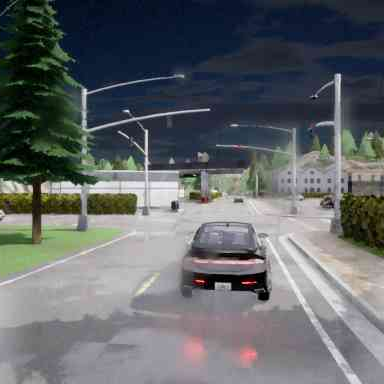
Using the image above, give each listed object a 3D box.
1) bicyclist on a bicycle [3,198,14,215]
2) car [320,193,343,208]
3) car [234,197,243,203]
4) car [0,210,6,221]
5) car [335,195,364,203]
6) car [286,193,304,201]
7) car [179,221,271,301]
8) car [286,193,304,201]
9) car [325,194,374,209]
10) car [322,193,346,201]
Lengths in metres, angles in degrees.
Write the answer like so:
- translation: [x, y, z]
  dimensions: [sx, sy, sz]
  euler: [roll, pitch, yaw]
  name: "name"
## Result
- translation: [-17.942, 1.453, 32.551]
  dimensions: [0.582, 1.620, 1.656]
  euler: [0, 0, 7]
  name: "bicyclist on a bicycle"
- translation: [18.696, 1.330, 41.736]
  dimensions: [5.027, 1.636, 2.152]
  euler: [0, 0, 8]
  name: "car"
- translation: [9.478, 1.601, 67.403]
  dimensions: [1.895, 1.301, 4.718]
  euler: [0, 0, 8]
  name: "car"
- translation: [-16.566, 1.526, 25.214]
  dimensions: [4.674, 1.442, 1.812]
  euler: [0, 0, 8]
  name: "car"
- translation: [29.373, 1.298, 62.291]
  dimensions: [4.514, 1.523, 2.007]
  euler: [0, 0, 8]
  name: "car"
- translation: [23.406, 1.361, 75.668]
  dimensions: [3.806, 1.475, 1.970]
  euler: [0, 0, 8]
  name: "car"
- translation: [0.890, 1.492, 8.417]
  dimensions: [2.128, 1.511, 4.902]
  euler: [0, 0, 8]
  name: "car"
- translation: [24.474, 1.077, 78.876]
  dimensions: [3.866, 1.878, 1.905]
  euler: [0, 0, 8]
  name: "car"
- translation: [18.312, 1.339, 38.623]
  dimensions: [4.514, 1.523, 2.007]
  euler: [0, 0, 8]
  name: "car"
- translation: [31.809, 1.097, 74.528]
  dimensions: [4.605, 1.855, 1.932]
  euler: [0, 0, 8]
  name: "car"
